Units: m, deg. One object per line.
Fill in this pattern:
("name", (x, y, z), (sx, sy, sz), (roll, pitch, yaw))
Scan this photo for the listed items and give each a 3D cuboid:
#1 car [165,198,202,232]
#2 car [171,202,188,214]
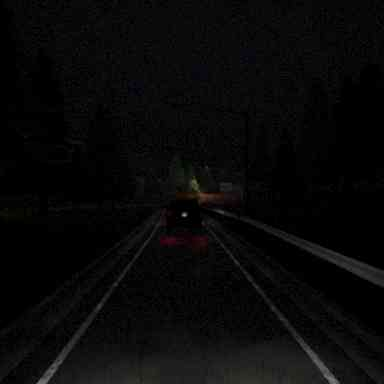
("car", (-0.560, 1.431, 21.969), (2.150, 2.045, 5.566), (0, 0, -3))
("car", (-1.634, 1.953, 41.109), (1.994, 1.385, 4.181), (0, -1, -3))
